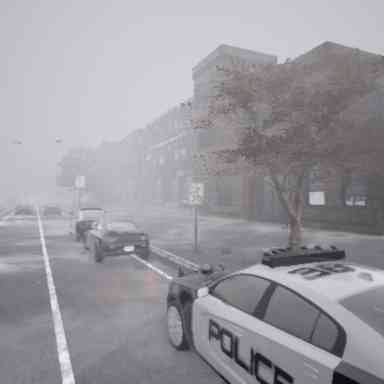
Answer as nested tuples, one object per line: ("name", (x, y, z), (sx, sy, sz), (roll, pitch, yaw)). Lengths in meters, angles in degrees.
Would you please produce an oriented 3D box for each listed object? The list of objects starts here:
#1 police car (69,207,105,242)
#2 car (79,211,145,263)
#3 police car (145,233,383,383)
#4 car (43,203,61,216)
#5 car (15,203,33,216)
("police car", (-5.643, 1.677, 18.384), (1.930, 1.638, 5.238), (0, -1, -25))
("car", (-3.025, 1.700, 12.862), (1.812, 1.442, 4.674), (0, -1, -25))
("police car", (1.210, 1.473, 3.927), (1.930, 1.638, 5.238), (0, -1, -25))
("car", (-16.615, 2.062, 39.512), (1.812, 1.442, 4.674), (0, 0, -25))
("car", (-20.397, 2.099, 40.404), (2.033, 1.411, 5.357), (0, -1, -25))
